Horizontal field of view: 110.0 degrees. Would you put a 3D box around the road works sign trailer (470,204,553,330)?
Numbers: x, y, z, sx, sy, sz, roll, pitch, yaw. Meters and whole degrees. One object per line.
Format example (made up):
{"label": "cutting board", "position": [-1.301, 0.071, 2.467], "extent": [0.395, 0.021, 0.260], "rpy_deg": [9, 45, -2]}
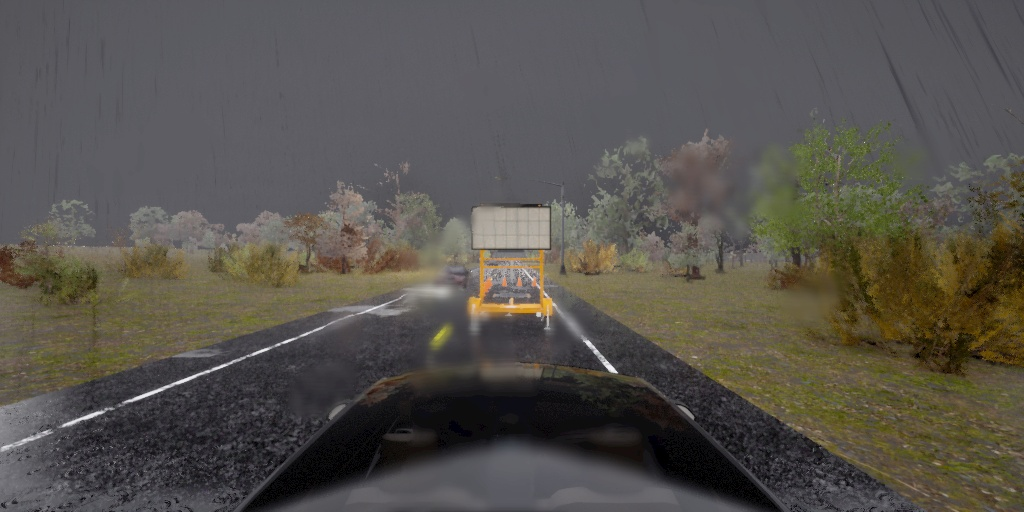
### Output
{"label": "road works sign trailer", "position": [-0.003, 0.214, 11.055], "extent": [2.380, 3.560, 2.880], "rpy_deg": [0, 0, 0]}

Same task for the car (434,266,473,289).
{"label": "car", "position": [-3.608, 1.313, 22.732], "extent": [1.994, 1.385, 4.181], "rpy_deg": [0, 0, 0]}

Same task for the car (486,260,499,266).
{"label": "car", "position": [-3.525, 1.259, 65.256], "extent": [1.837, 1.490, 4.892], "rpy_deg": [0, 0, 0]}
